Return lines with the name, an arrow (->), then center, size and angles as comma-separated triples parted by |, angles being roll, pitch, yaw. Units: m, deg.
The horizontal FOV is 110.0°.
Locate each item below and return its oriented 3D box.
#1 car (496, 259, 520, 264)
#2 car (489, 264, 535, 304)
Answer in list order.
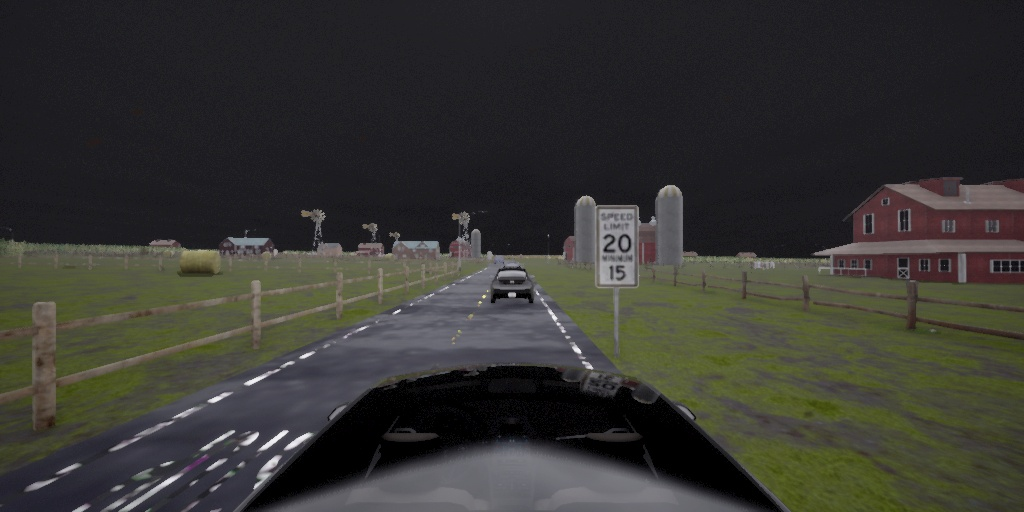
car -> 0.009, 1.267, 31.500 | 2.128, 1.511, 4.902 | 0, 0, 0
car -> 0.005, 1.276, 16.499 | 1.837, 1.490, 4.892 | 0, 0, 0
